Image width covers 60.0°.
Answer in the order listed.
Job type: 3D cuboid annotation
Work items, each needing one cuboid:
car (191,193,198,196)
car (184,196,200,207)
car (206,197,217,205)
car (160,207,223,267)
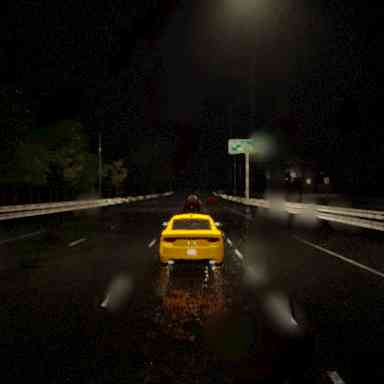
[{"bbox_3d":[0.184,1.570,71.305,1.882,1.535,5.008,0,0,1],"label":"car"},{"bbox_3d":[-0.010,1.585,41.314,1.882,1.535,5.008,0,0,0],"label":"car"},{"bbox_3d":[3.707,1.585,62.566,1.882,1.535,5.008,0,0,0],"label":"car"},{"bbox_3d":[-0.018,1.518,11.663,1.882,1.535,5.008,0,0,0],"label":"car"}]
